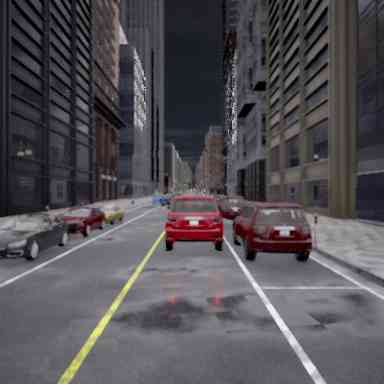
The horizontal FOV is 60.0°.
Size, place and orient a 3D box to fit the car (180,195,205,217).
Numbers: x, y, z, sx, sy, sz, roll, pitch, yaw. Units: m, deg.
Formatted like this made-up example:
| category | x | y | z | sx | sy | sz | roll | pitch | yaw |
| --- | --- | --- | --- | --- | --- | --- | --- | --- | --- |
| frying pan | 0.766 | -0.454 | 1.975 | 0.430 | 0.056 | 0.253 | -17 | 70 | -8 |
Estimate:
| category | x | y | z | sx | sy | sz | roll | pitch | yaw |
| --- | --- | --- | --- | --- | --- | --- | --- | --- | --- |
| car | 0.080 | 1.199 | 30.009 | 2.097 | 1.767 | 4.553 | 0 | 0 | 0 |

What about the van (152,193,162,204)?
| category | x | y | z | sx | sy | sz | roll | pitch | yaw |
| --- | --- | --- | --- | --- | --- | --- | --- | --- | --- |
| van | -5.857 | 1.046 | 56.997 | 1.690 | 1.788 | 3.998 | 1 | 0 | 0 |

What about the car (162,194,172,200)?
| category | x | y | z | sx | sy | sz | roll | pitch | yaw |
| --- | --- | --- | --- | --- | --- | --- | --- | --- | --- |
| car | -5.864 | 1.138 | 79.496 | 2.008 | 1.369 | 4.403 | 1 | 0 | 0 |

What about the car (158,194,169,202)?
| category | x | y | z | sx | sy | sz | roll | pitch | yaw |
| --- | --- | --- | --- | --- | --- | --- | --- | --- | --- |
| car | -5.862 | 1.212 | 68.246 | 1.947 | 1.339 | 4.313 | 1 | 0 | 0 |

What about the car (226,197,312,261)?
| category | x | y | z | sx | sy | sz | roll | pitch | yaw |
| --- | --- | --- | --- | --- | --- | --- | --- | --- | --- |
| car | 2.677 | 1.255 | 11.997 | 2.192 | 1.841 | 5.009 | 1 | 0 | 0 |

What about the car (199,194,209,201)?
| category | x | y | z | sx | sy | sz | roll | pitch | yaw |
| --- | --- | --- | --- | --- | --- | --- | --- | --- | --- |
| car | 2.663 | 1.161 | 73.866 | 1.887 | 1.381 | 4.507 | 1 | 0 | 0 |

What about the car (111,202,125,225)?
| category | x | y | z | sx | sy | sz | roll | pitch | yaw |
| --- | --- | --- | --- | --- | --- | --- | --- | --- | --- |
| car | -5.853 | 1.409 | 23.080 | 1.752 | 1.417 | 4.829 | 1 | 0 | 0 |

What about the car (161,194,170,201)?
| category | x | y | z | sx | sy | sz | roll | pitch | yaw |
| --- | --- | --- | --- | --- | --- | --- | --- | --- | --- |
| car | -5.863 | 1.143 | 73.701 | 1.752 | 1.417 | 4.829 | 1 | 0 | 0 |

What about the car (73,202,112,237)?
| category | x | y | z | sx | sy | sz | roll | pitch | yaw |
| --- | --- | --- | --- | --- | --- | --- | --- | --- | --- |
| car | -5.852 | 1.457 | 17.625 | 1.887 | 1.381 | 4.507 | 1 | 0 | 0 |

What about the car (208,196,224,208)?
| category | x | y | z | sx | sy | sz | roll | pitch | yaw |
| --- | --- | --- | --- | --- | --- | --- | --- | --- | --- |
| car | 3.137 | 1.277 | 43.987 | 1.837 | 1.490 | 4.892 | 0 | 0 | 0 |

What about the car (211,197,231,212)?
| category | x | y | z | sx | sy | sz | roll | pitch | yaw |
| --- | --- | --- | --- | --- | --- | --- | --- | --- | --- |
| car | 3.139 | 1.314 | 36.987 | 1.837 | 1.490 | 4.892 | 0 | 0 | 0 |

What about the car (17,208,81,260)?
| category | x | y | z | sx | sy | sz | roll | pitch | yaw |
| --- | --- | --- | --- | --- | --- | --- | --- | --- | --- |
| car | -5.852 | 1.491 | 12.001 | 2.008 | 1.369 | 4.403 | 1 | 0 | 0 |

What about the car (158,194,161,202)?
| category | x | y | z | sx | sy | sz | roll | pitch | yaw |
| --- | --- | --- | --- | --- | --- | --- | --- | --- | --- |
| car | -3.097 | 1.330 | 45.274 | 1.994 | 1.385 | 4.181 | 0 | 0 | 0 |

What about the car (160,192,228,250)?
| category | x | y | z | sx | sy | sz | roll | pitch | yaw |
| --- | --- | --- | --- | --- | --- | --- | --- | --- | --- |
| car | 0.082 | 1.150 | 14.160 | 2.150 | 2.045 | 5.566 | 0 | 0 | 0 |

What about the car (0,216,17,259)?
| category | x | y | z | sx | sy | sz | roll | pitch | yaw |
| --- | --- | --- | --- | --- | --- | --- | --- | --- | --- |
| car | -5.848 | 1.283 | 6.375 | 2.192 | 1.841 | 5.009 | 1 | 0 | 0 |
